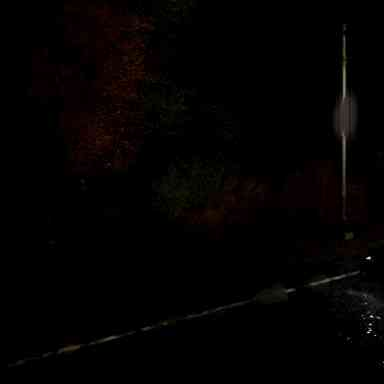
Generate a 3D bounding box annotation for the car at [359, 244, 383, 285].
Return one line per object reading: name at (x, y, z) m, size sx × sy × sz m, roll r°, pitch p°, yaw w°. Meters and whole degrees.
car at (6.024, 1.575, 8.286) m, size 4.181 × 1.385 × 1.994 m, roll 0°, pitch 0°, yaw -35°
